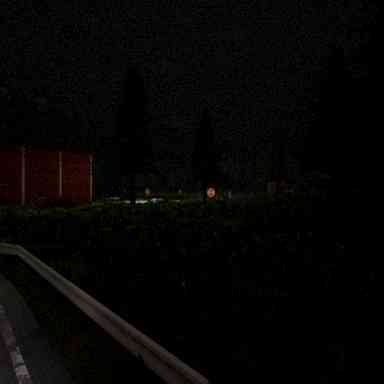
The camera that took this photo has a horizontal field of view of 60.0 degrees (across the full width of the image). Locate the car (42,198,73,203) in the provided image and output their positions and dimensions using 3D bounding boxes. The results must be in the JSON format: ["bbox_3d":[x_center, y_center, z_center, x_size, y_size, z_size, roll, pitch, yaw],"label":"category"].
[{"bbox_3d":[-16.512,1.504,40.292,1.882,1.535,5.008,0,0,33],"label":"car"}]

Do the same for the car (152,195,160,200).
[{"bbox_3d":[-5.079,1.589,51.200,1.994,1.385,4.181,0,0,33],"label":"car"}]

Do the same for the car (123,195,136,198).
[{"bbox_3d":[-16.913,1.530,89.660,1.816,1.474,4.193,0,0,33],"label":"car"}]
